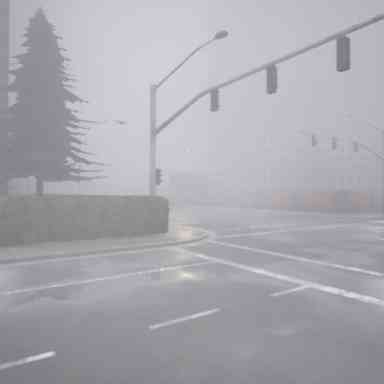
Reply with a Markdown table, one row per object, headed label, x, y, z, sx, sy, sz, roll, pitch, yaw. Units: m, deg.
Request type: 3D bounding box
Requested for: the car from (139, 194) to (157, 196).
| label | x | y | z | sx | sy | sz | roll | pitch | yaw |
| --- | --- | --- | --- | --- | --- | --- | --- | --- | --- |
| car | -7.488 | 1.312 | 53.992 | 2.150 | 2.045 | 5.566 | 0 | 0 | -35 |
